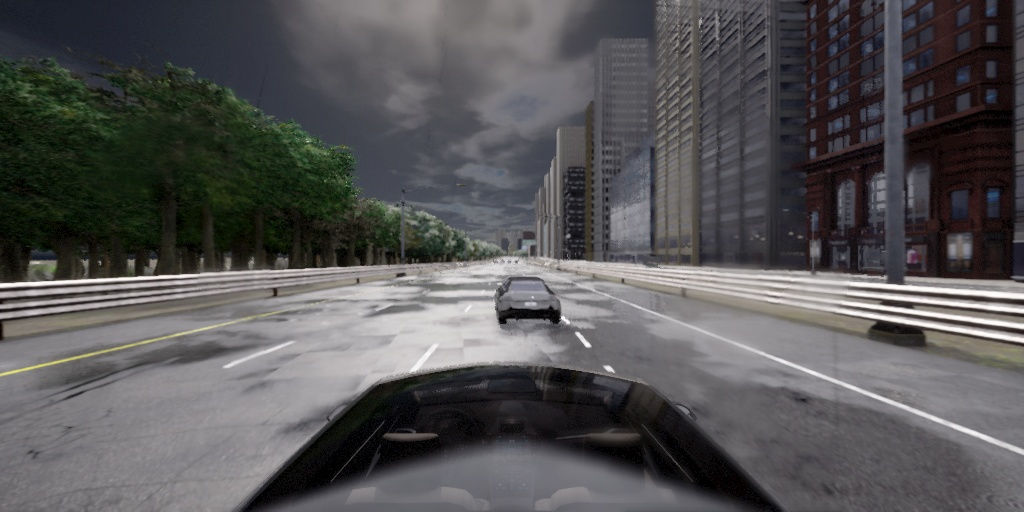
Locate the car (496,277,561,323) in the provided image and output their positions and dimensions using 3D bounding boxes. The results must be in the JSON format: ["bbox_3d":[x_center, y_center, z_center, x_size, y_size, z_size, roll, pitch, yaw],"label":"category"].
[{"bbox_3d":[0.438,1.407,12.601,1.994,1.385,4.181,0,0,-3],"label":"car"}]
